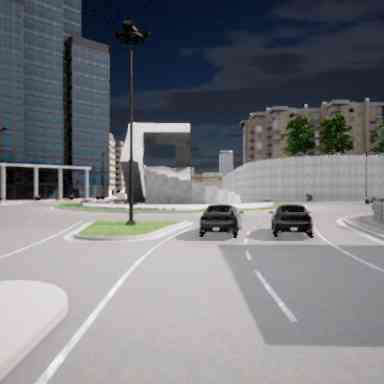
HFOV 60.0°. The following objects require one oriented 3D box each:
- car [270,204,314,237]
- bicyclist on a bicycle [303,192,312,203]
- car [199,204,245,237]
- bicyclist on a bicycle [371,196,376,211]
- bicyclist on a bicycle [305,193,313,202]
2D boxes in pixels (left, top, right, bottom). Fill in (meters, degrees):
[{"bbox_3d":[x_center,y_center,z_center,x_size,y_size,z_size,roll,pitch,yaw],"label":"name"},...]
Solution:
[{"bbox_3d":[5.155,1.403,17.344,1.837,1.490,4.892,-1,0,13],"label":"car"},{"bbox_3d":[21.614,1.025,62.143,1.656,1.620,0.582,-11,6,-30],"label":"bicyclist on a bicycle"},{"bbox_3d":[1.587,1.403,17.359,1.837,1.490,4.892,0,0,12],"label":"car"},{"bbox_3d":[19.854,1.241,36.294,0.582,1.620,1.656,0,0,41],"label":"bicyclist on a bicycle"},{"bbox_3d":[21.949,1.065,61.617,1.656,1.620,0.582,-6,12,-28],"label":"bicyclist on a bicycle"}]
